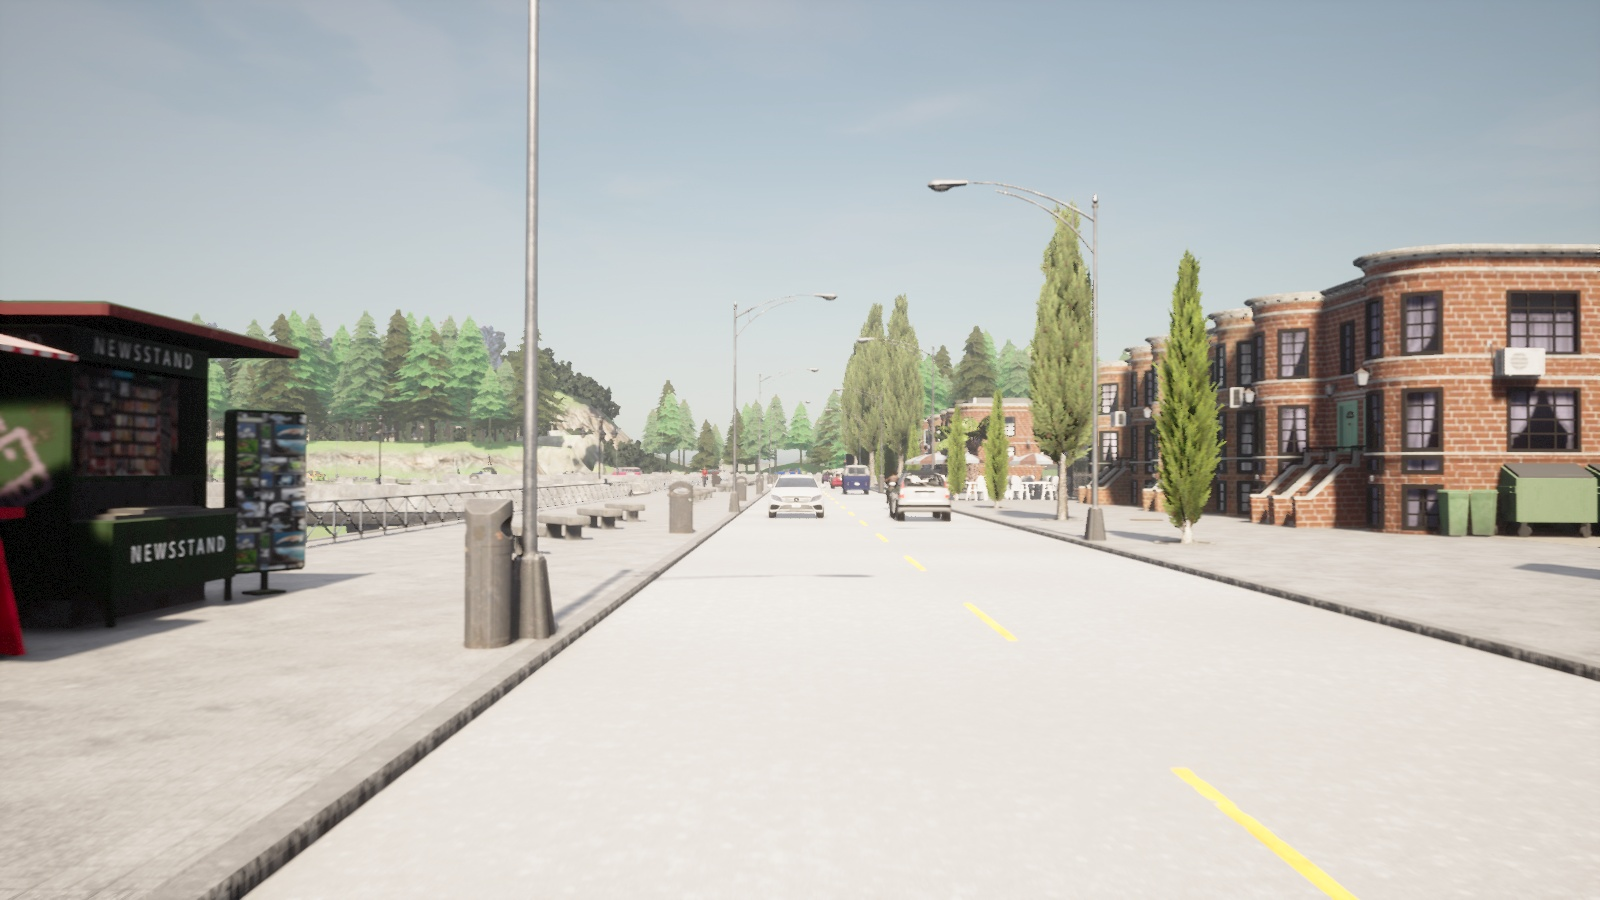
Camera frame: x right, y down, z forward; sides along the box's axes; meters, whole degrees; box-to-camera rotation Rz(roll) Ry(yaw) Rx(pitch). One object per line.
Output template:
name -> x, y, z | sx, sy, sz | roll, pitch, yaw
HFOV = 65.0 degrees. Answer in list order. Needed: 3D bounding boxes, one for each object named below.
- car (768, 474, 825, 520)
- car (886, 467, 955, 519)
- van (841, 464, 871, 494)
car -> -0.110, 1.555, 42.685 | 1.812, 1.442, 4.674 | 0, -1, 0
car -> 3.892, 1.386, 41.127 | 1.851, 1.617, 3.988 | 0, -1, 0
van -> 3.778, 1.982, 85.386 | 1.775, 1.987, 4.442 | 0, -1, 0
